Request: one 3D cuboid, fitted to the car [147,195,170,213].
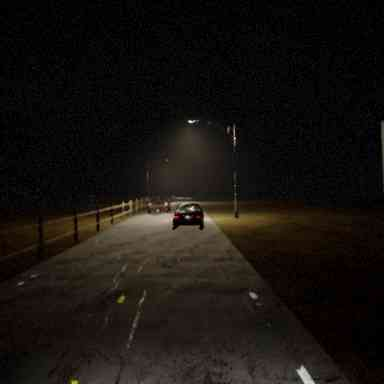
[{"bbox_3d":[-3.347,1.201,34.285,2.097,1.767,4.553,-1,0,-1],"label":"car"}]

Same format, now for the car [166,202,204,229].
[{"bbox_3d":[-0.217,1.425,20.824,2.033,1.411,5.357,-1,0,1],"label":"car"}]
